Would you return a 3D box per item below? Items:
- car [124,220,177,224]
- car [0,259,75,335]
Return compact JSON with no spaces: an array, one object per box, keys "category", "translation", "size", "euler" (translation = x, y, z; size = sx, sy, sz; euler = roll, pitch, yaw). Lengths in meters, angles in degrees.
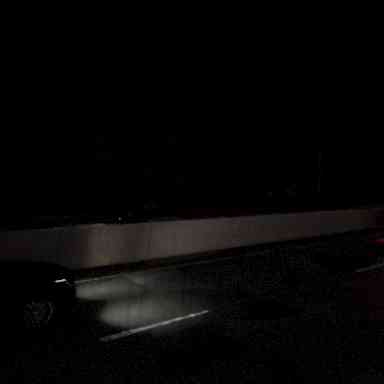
[{"category":"car","translation":[-2.884,1.491,23.405],"size":[4.674,1.442,1.812],"euler":[0,0,-36]},{"category":"car","translation":[-4.227,1.527,5.027],"size":[4.674,1.442,1.812],"euler":[0,0,-36]}]
